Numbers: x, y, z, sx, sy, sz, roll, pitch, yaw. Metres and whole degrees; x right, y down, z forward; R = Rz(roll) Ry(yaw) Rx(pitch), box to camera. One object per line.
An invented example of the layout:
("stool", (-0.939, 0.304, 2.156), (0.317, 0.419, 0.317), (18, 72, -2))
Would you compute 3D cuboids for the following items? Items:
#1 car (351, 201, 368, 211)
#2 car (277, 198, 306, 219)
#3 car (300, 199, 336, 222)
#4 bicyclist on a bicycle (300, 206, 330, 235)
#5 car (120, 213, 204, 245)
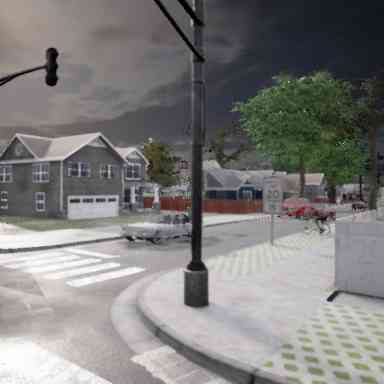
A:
("car", (26.362, 2.262, 52.424), (1.837, 1.490, 4.892), (1, -1, 34))
("car", (10.559, 1.659, 34.436), (2.150, 2.045, 5.566), (1, 0, 34))
("car", (12.242, 1.805, 31.685), (2.097, 1.767, 4.553), (1, 0, 34))
("bicyclist on a bicycle", (6.939, 1.614, 18.743), (1.656, 1.620, 0.582), (0, 0, 34))
("car", (-1.400, 1.772, 16.906), (1.895, 1.301, 4.718), (1, 0, 34))
